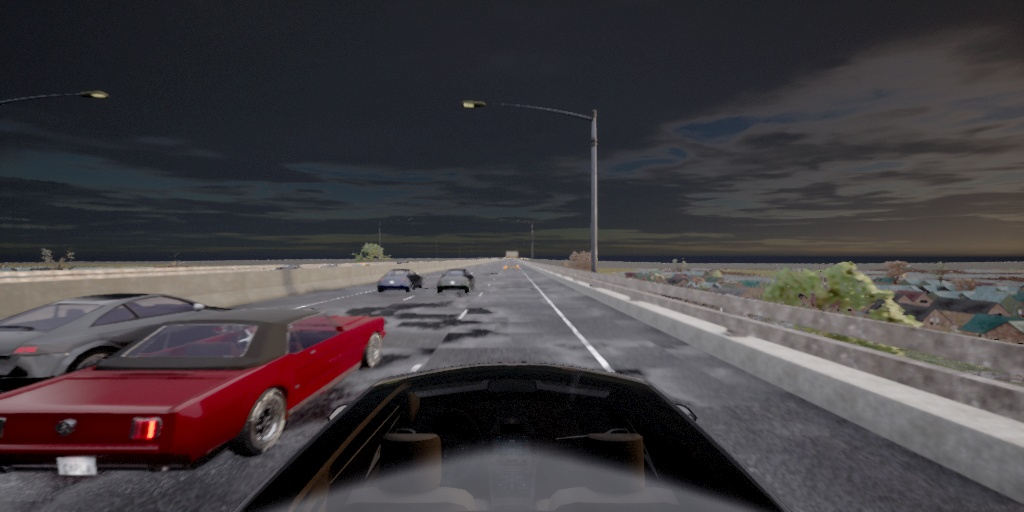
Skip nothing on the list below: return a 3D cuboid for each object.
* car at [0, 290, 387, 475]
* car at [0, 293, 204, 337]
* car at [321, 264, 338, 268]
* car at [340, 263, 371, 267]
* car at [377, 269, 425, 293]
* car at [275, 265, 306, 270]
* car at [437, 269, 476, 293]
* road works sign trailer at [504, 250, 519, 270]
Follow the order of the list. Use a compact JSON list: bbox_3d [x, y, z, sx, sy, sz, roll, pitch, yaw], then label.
[{"bbox_3d":[-3.400,1.380,5.031,1.895,1.301,4.718,0,-1,0],"label":"car"},{"bbox_3d":[-6.900,1.357,6.549,1.994,1.385,4.181,0,-1,0],"label":"car"},{"bbox_3d":[-21.070,1.660,41.655,1.994,1.385,4.181,0,-1,0],"label":"car"},{"bbox_3d":[-17.574,1.571,41.363,1.882,1.535,5.008,0,-1,0],"label":"car"},{"bbox_3d":[-6.903,1.499,22.617,1.994,1.385,4.181,0,0,0],"label":"car"},{"bbox_3d":[-24.576,1.645,39.852,1.994,1.385,4.181,0,-1,0],"label":"car"},{"bbox_3d":[-3.403,1.498,22.546,1.994,1.385,4.181,0,0,0],"label":"car"},{"bbox_3d":[-0.010,0.750,65.251,2.380,3.560,2.880,0,0,0],"label":"road works sign trailer"}]
